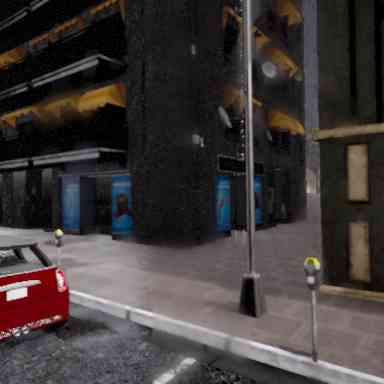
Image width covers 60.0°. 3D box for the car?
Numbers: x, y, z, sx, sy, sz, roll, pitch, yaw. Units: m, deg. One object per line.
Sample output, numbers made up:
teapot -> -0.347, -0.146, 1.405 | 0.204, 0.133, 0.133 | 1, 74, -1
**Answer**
car -> -3.996, 1.437, 5.744 | 4.097, 1.590, 1.967 | 0, -1, 36
